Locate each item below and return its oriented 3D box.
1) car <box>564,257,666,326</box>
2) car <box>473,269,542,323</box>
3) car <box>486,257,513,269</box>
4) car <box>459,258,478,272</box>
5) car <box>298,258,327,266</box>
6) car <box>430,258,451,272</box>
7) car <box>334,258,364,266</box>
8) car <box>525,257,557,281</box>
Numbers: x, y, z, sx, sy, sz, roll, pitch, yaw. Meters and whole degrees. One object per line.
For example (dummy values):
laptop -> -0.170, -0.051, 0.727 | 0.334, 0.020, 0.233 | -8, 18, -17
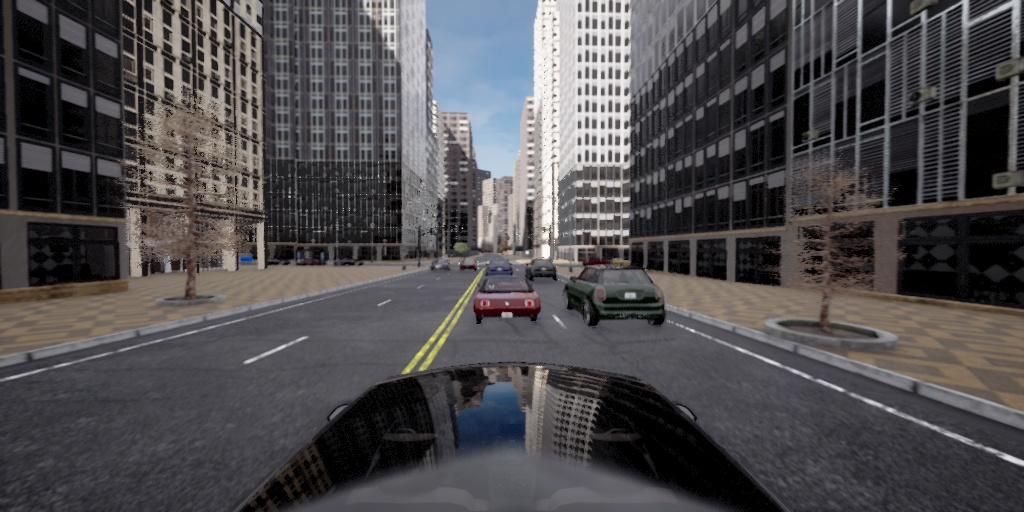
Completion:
car -> 3.031, 1.048, 11.561 | 2.097, 1.767, 4.553 | 0, 0, -2
car -> -0.217, 1.301, 11.953 | 1.895, 1.301, 4.718 | 0, 0, -2
car -> -1.012, 0.969, 28.465 | 2.097, 1.767, 4.553 | 0, 0, -3
car -> -5.130, 1.023, 42.644 | 1.882, 1.535, 5.008 | 0, 0, -2
car -> -30.921, 0.933, 55.496 | 4.207, 1.307, 1.802 | 0, 0, -2
car -> -8.369, 1.047, 42.353 | 2.128, 1.511, 4.902 | 0, 0, -2
car -> -25.237, 0.956, 55.650 | 4.313, 1.339, 1.948 | 0, 0, -2
car -> 2.237, 0.961, 28.544 | 2.097, 1.767, 4.553 | 0, 0, -3
